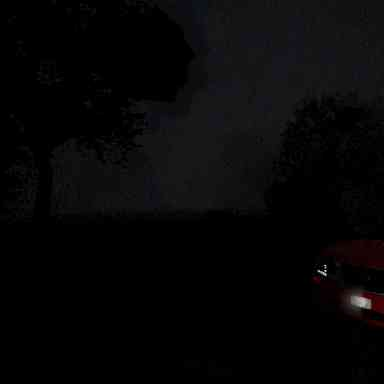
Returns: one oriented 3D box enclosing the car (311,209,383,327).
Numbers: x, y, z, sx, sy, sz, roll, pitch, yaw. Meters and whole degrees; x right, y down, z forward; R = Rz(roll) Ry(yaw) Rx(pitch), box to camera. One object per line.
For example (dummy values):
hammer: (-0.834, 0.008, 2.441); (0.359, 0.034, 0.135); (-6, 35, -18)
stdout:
car: (4.695, 1.264, 6.449); (5.566, 2.045, 2.150); (1, 0, -36)
